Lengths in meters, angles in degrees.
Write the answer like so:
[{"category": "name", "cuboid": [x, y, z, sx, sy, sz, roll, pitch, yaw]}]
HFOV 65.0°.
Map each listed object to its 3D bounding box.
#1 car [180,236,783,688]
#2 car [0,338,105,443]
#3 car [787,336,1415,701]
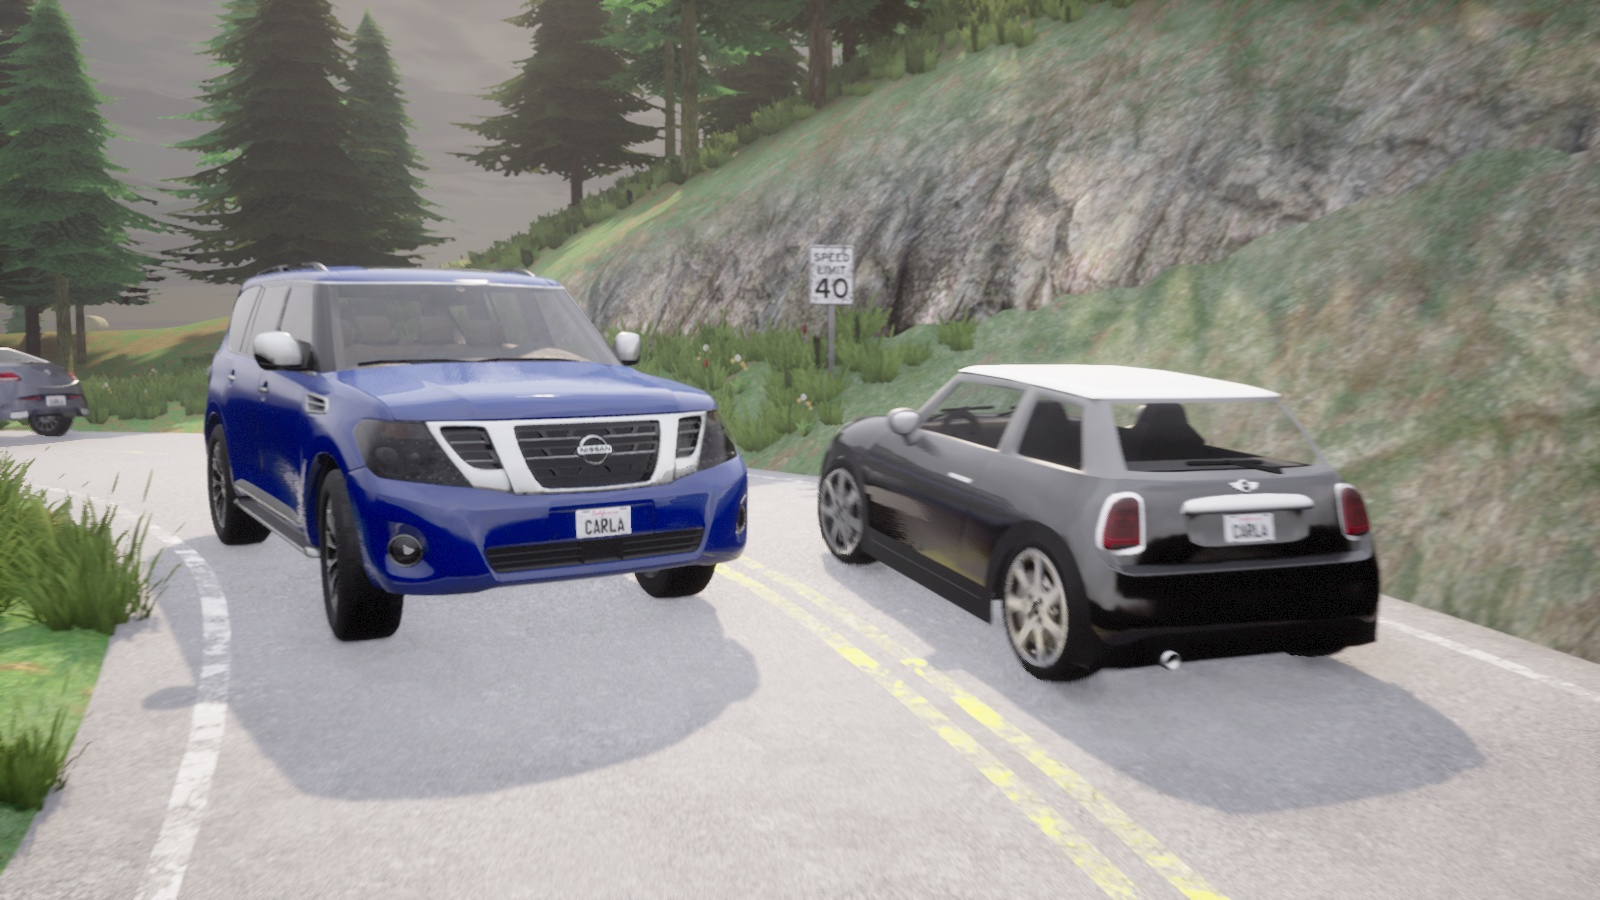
[{"category": "car", "cuboid": [-2.550, -0.217, 8.545, 2.150, 2.045, 5.566, -4, 7, -34]}, {"category": "car", "cuboid": [-14.889, -1.035, 21.453, 5.027, 1.651, 2.152, 0, 4, 12]}, {"category": "car", "cuboid": [1.499, 0.138, 7.849, 1.970, 1.475, 3.806, -2, 9, -20]}]
